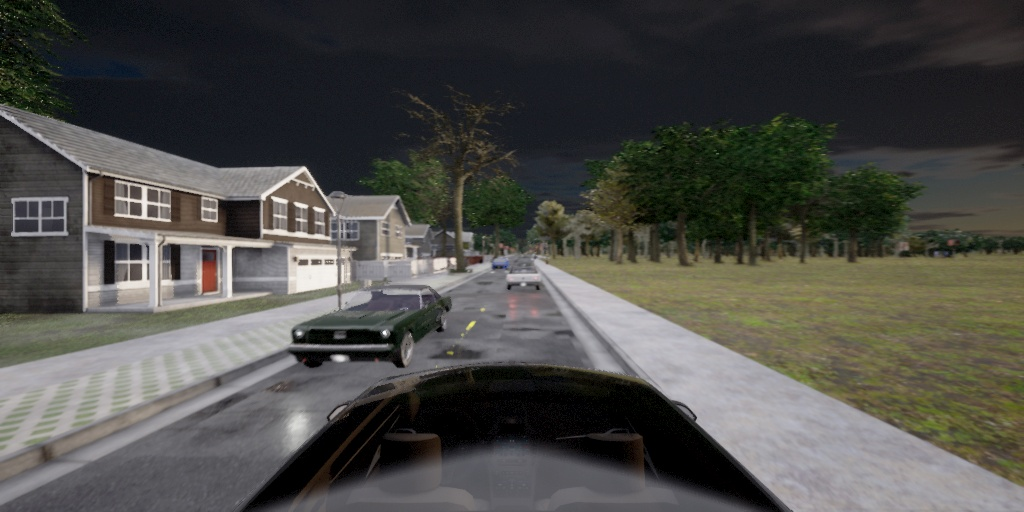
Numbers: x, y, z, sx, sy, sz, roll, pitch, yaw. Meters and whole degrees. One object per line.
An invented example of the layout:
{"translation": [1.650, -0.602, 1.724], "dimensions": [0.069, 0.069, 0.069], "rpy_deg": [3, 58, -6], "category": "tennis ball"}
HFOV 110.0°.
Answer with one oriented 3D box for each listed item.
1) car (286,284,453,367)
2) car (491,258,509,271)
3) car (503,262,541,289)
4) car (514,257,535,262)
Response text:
{"translation": [-2.706, 1.344, 8.026], "dimensions": [1.895, 1.301, 4.718], "rpy_deg": [-1, 0, 2], "category": "car"}
{"translation": [-1.390, 0.979, 43.424], "dimensions": [1.882, 1.535, 5.008], "rpy_deg": [-1, 0, 2], "category": "car"}
{"translation": [0.705, 1.225, 21.403], "dimensions": [1.895, 1.301, 4.718], "rpy_deg": [-1, 0, 2], "category": "car"}
{"translation": [1.338, 0.858, 38.294], "dimensions": [2.097, 1.767, 4.553], "rpy_deg": [-1, 0, 2], "category": "car"}
